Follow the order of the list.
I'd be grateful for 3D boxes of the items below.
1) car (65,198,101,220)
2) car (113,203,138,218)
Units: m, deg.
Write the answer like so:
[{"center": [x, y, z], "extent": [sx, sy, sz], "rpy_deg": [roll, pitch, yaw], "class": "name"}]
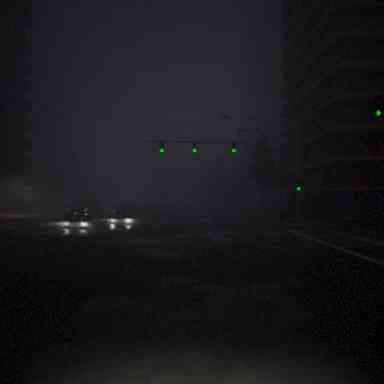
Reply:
[{"center": [-10.586, 1.625, 32.904], "extent": [2.150, 2.045, 5.566], "rpy_deg": [0, -1, -1], "class": "car"}, {"center": [-7.071, 1.915, 35.720], "extent": [1.882, 1.535, 5.008], "rpy_deg": [0, -1, 0], "class": "car"}]
